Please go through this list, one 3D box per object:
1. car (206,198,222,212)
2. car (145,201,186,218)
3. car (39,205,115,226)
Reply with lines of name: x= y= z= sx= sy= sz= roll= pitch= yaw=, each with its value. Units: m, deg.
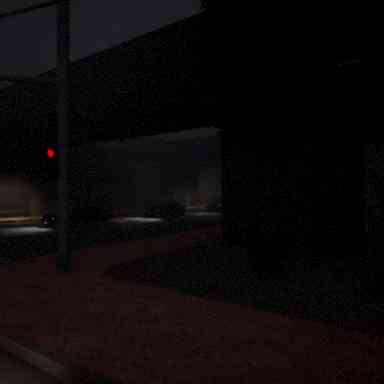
car: x=3.571 y=1.448 z=40.261 sx=2.097 sy=1.767 sz=4.553 roll=0 pitch=0 yaw=36
car: x=-2.441 y=1.623 z=31.921 sx=1.812 sy=1.442 sz=4.674 roll=0 pitch=0 yaw=36
car: x=-8.098 y=1.646 z=24.081 sx=2.033 sy=1.411 sz=5.357 roll=0 pitch=0 yaw=36
